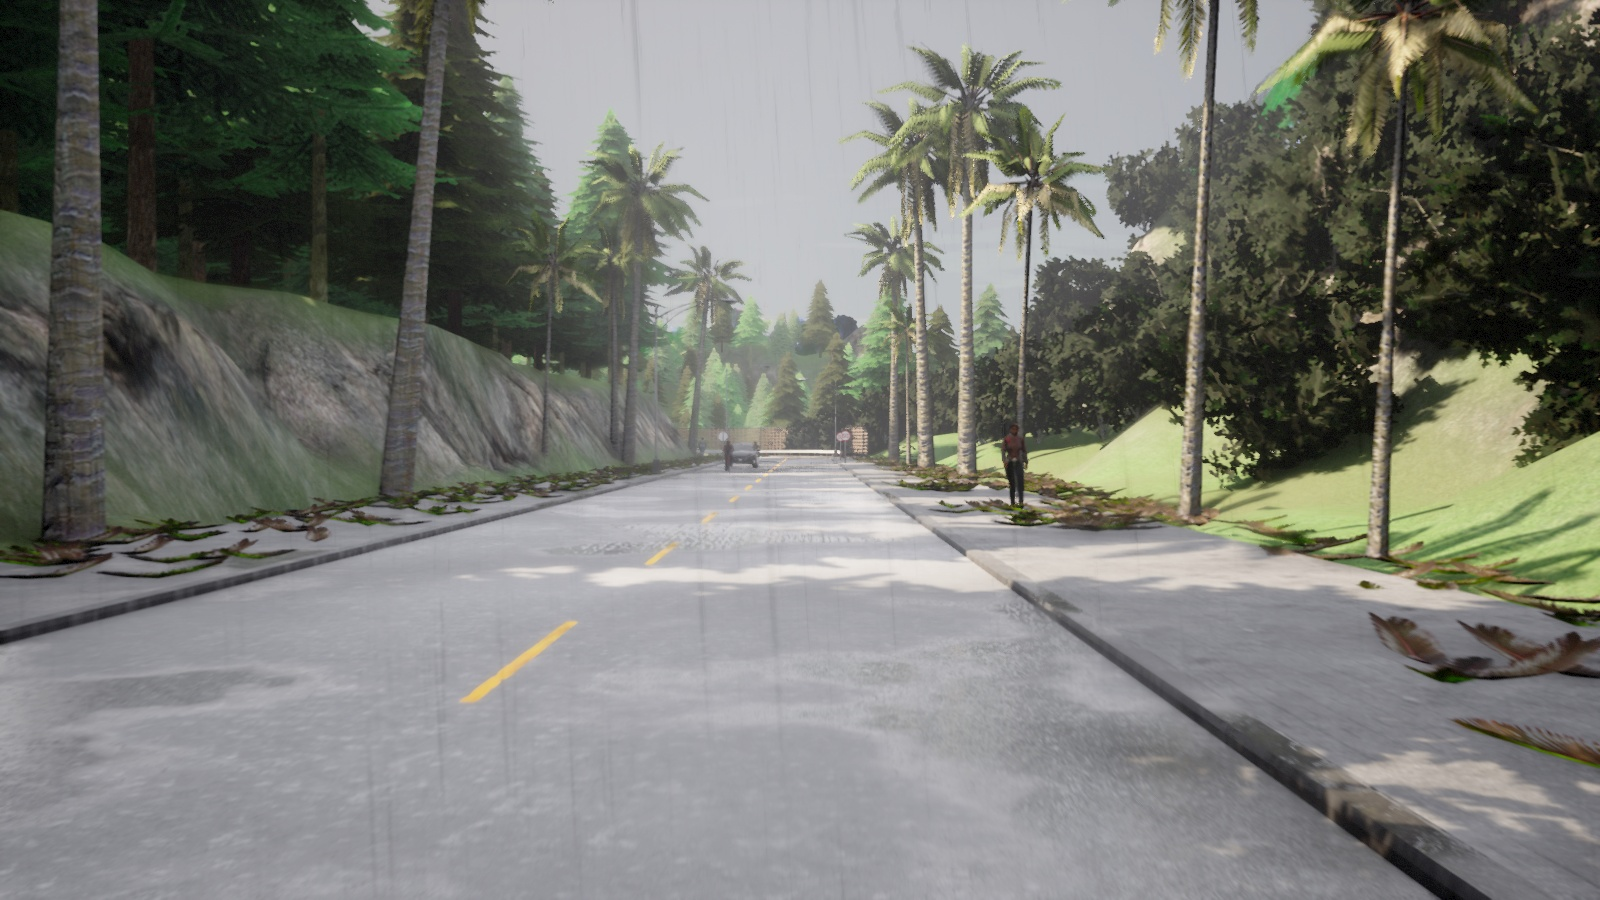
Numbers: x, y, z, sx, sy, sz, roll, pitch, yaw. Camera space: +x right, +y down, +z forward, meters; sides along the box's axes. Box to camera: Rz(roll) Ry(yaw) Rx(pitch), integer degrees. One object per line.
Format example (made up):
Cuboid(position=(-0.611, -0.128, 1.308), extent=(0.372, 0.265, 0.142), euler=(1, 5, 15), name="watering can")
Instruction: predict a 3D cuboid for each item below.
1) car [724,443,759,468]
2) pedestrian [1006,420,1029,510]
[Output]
Cuboid(position=(-3.493, 0.321, 75.836), extent=(1.837, 1.490, 4.892), euler=(0, 0, 0), name="car")
Cuboid(position=(4.452, 0.305, 25.691), extent=(0.328, 1.805, 0.869), euler=(0, 0, 1), name="pedestrian")
